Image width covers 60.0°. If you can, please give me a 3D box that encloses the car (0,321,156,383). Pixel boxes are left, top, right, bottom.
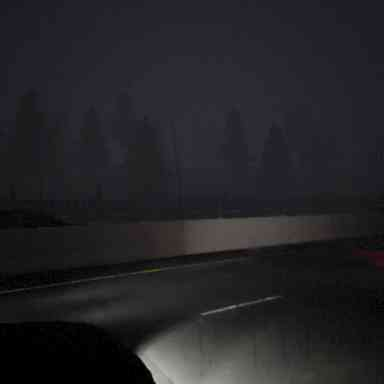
[{"bbox_3d":[-2.206,1.553,2.027,4.181,1.385,1.994,0,0,-36],"label":"car"}]

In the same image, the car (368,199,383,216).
[{"bbox_3d":[19.741,1.426,32.071,5.008,1.535,1.882,0,0,-16],"label":"car"}]

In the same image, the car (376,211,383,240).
[{"bbox_3d":[9.771,1.459,13.110,5.008,1.535,1.882,0,0,-26],"label":"car"}]

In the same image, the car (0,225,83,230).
[{"bbox_3d":[-6.197,1.554,12.298,4.718,1.301,1.895,0,0,-34],"label":"car"}]
